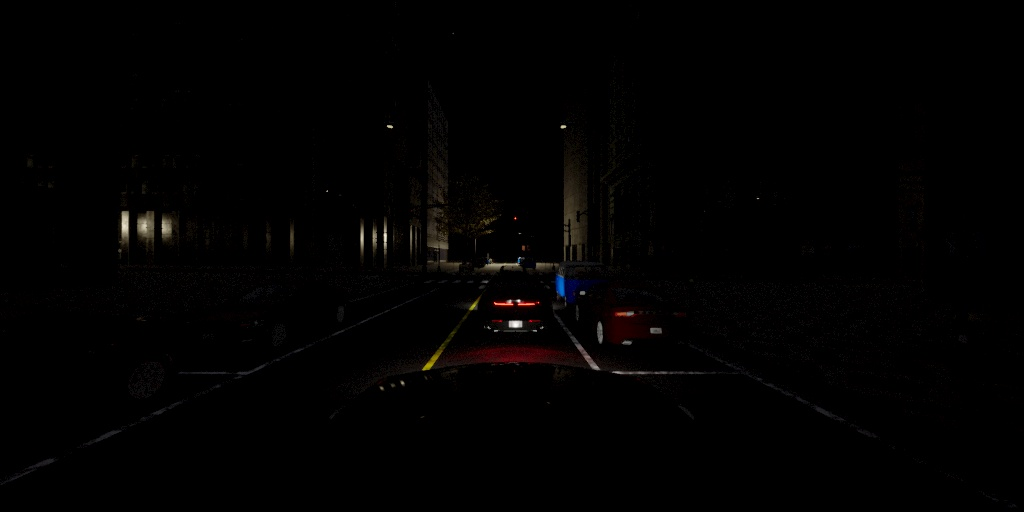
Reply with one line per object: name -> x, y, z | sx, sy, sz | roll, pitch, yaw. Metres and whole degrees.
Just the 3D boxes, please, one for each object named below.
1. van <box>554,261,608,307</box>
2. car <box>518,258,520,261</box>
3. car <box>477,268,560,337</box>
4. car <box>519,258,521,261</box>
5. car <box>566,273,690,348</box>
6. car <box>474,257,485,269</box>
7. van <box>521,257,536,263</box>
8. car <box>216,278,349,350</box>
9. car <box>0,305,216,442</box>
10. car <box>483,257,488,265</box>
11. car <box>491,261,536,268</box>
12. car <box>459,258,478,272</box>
van -> 2.736, 1.093, 14.629 | 1.690, 1.789, 3.998 | 0, 0, 0
car -> 2.560, 1.332, 63.439 | 1.888, 1.381, 4.507 | 0, 0, 0
car -> 0.074, 1.256, 10.339 | 1.837, 1.490, 4.892 | 0, 0, 0
car -> 2.578, 1.347, 58.026 | 1.948, 1.339, 4.313 | 0, 0, 0
car -> 2.753, 1.296, 9.104 | 1.888, 1.381, 4.507 | 0, 0, 0
car -> -5.946, 1.326, 57.767 | 1.888, 1.381, 4.507 | 0, 0, 0
van -> 2.596, 1.117, 52.613 | 1.690, 1.789, 3.998 | 0, 0, 0
car -> -5.802, 1.296, 9.094 | 1.888, 1.381, 4.507 | 0, 0, 0
car -> -5.782, 1.295, 3.569 | 1.888, 1.381, 4.507 | 0, 0, 0
car -> -5.964, 1.101, 63.056 | 2.192, 1.841, 5.009 | 0, 0, 0
car -> 0.047, 1.245, 19.758 | 2.128, 1.511, 4.902 | 0, 0, -1
car -> -5.917, 1.297, 47.017 | 1.751, 1.417, 4.829 | 0, 0, 0
